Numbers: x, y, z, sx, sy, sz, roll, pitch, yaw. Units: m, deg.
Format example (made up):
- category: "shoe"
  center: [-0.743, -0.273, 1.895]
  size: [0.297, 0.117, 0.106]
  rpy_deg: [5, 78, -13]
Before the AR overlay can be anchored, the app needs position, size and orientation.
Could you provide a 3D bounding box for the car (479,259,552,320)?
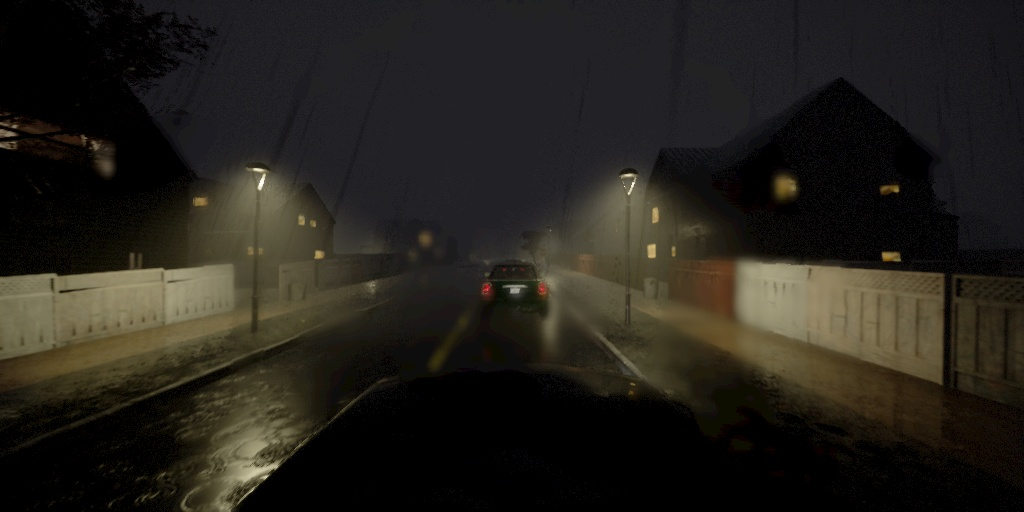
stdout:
- category: "car"
  center: [0.098, 0.953, 12.112]
  size: [2.097, 1.767, 4.553]
  rpy_deg: [0, 1, 0]
